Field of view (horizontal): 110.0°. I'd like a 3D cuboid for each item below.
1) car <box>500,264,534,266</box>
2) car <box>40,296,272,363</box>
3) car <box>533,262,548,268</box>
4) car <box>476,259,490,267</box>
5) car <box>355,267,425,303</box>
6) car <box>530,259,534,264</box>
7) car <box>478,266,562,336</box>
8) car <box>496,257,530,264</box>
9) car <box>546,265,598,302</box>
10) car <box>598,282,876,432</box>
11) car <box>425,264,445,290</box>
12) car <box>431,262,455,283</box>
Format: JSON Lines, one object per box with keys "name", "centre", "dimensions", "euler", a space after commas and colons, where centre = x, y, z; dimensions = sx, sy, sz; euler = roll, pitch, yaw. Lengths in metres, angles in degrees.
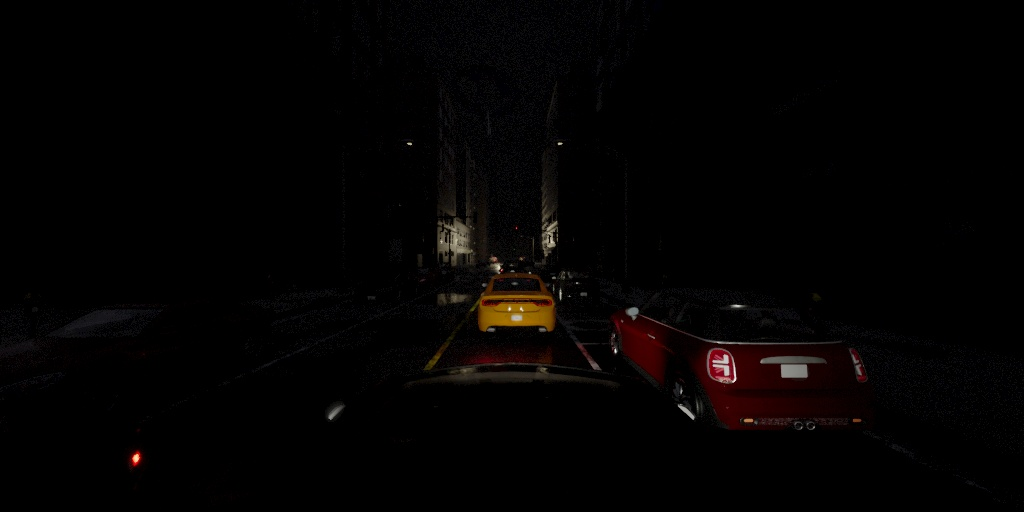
{"name": "car", "centre": [0.137, 1.315, 19.449], "dimensions": [1.994, 1.385, 4.181], "euler": [0, 0, 0]}
{"name": "car", "centre": [-5.661, 1.332, 5.590], "dimensions": [1.802, 1.307, 4.207], "euler": [0, 0, 0]}
{"name": "car", "centre": [2.910, 1.318, 27.577], "dimensions": [1.948, 1.339, 4.313], "euler": [0, 0, 0]}
{"name": "car", "centre": [-5.502, 1.374, 64.697], "dimensions": [1.802, 1.307, 4.207], "euler": [0, 0, 0]}
{"name": "car", "centre": [-5.638, 1.316, 16.593], "dimensions": [1.948, 1.339, 4.313], "euler": [0, 0, 0]}
{"name": "car", "centre": [3.023, 1.231, 64.666], "dimensions": [1.967, 1.591, 4.097], "euler": [0, 0, 0]}
{"name": "car", "centre": [0.115, 1.228, 10.460], "dimensions": [1.882, 1.535, 5.008], "euler": [0, 0, 0]}
{"name": "car", "centre": [0.085, 1.105, 28.181], "dimensions": [2.097, 1.767, 4.553], "euler": [0, 0, 1]}
{"name": "car", "centre": [2.887, 1.301, 16.575], "dimensions": [2.007, 1.370, 4.403], "euler": [0, 0, 0]}
{"name": "car", "centre": [2.865, 1.189, 5.572], "dimensions": [1.967, 1.591, 4.097], "euler": [0, 0, 0]}
{"name": "car", "centre": [-5.627, 1.334, 22.094], "dimensions": [1.802, 1.307, 4.207], "euler": [0, 0, 0]}
{"name": "car", "centre": [-5.615, 1.192, 27.595], "dimensions": [1.967, 1.591, 4.097], "euler": [0, 0, 0]}
